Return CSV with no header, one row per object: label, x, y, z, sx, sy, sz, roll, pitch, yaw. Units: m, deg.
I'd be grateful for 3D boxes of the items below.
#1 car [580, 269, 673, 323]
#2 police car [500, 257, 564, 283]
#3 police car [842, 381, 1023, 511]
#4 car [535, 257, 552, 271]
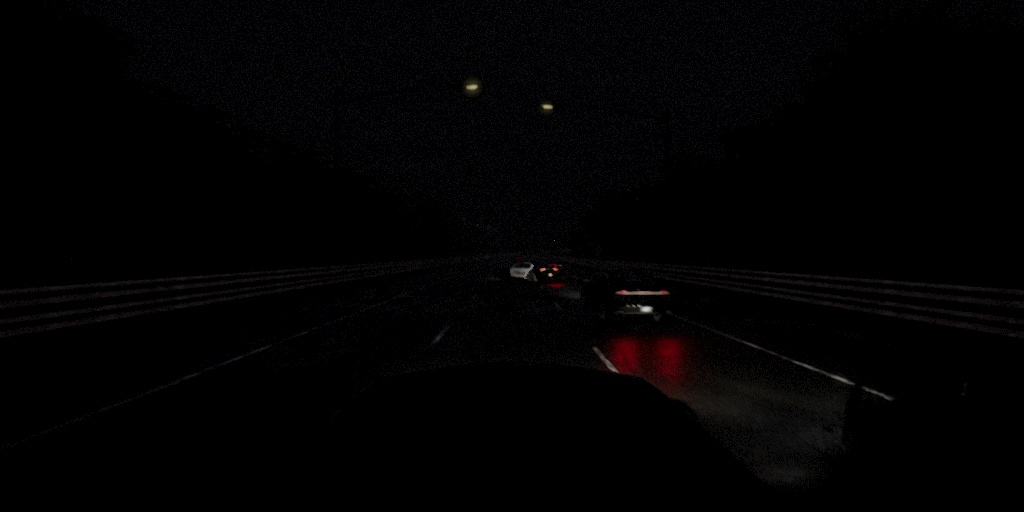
car,3.500,1.168,11.785,2.128,1.511,4.902,0,0,0
police car,1.035,1.076,25.787,2.038,1.542,4.974,0,0,-40
police car,3.500,1.263,0.781,2.038,1.542,4.974,0,0,0
car,3.858,0.919,44.584,1.882,1.535,5.008,0,0,1
